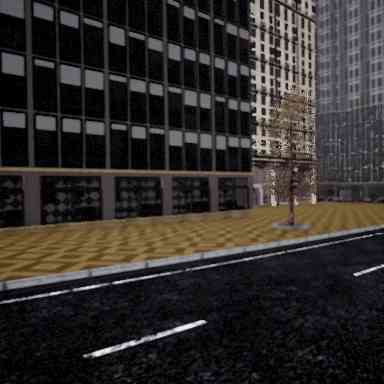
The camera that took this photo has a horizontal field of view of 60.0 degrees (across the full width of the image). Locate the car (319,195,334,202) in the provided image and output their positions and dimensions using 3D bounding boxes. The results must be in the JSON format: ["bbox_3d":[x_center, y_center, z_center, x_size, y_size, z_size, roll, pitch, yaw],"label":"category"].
[{"bbox_3d":[24.748,1.199,63.331,1.947,1.339,4.313,-1,1,-38],"label":"car"}]

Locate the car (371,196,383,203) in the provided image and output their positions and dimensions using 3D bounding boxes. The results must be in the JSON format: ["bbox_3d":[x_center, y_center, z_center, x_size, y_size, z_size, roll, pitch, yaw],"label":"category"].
[{"bbox_3d":[31.715,1.275,54.347,1.947,1.339,4.313,-1,1,-38],"label":"car"}]

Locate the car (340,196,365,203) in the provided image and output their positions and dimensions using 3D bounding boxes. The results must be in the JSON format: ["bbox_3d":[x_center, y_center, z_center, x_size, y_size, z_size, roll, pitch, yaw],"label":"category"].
[{"bbox_3d":[28.215,1.253,58.828,1.802,1.307,4.206,-1,1,-38],"label":"car"}]
